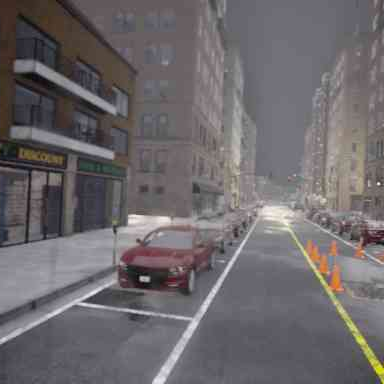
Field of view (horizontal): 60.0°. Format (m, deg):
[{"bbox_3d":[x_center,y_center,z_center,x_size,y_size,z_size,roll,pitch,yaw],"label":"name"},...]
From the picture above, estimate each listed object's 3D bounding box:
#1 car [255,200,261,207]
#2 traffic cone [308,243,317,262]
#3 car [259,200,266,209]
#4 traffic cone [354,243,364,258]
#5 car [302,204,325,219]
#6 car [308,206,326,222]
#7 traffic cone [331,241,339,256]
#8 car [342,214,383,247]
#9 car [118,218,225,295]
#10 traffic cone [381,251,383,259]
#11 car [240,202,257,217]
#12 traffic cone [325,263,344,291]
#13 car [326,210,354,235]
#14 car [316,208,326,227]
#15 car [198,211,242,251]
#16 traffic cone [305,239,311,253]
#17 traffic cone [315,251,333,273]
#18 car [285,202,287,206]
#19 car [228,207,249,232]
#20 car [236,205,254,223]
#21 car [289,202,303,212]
[{"bbox_3d":[7.330,2.221,42.304,1.967,1.590,4.097,3,-1,13],"label":"car"},{"bbox_3d":[4.653,2.307,12.532,0.340,0.580,0.340,3,-1,13],"label":"traffic cone"},{"bbox_3d":[14.739,2.769,74.005,2.192,1.841,5.009,3,-1,13],"label":"car"},{"bbox_3d":[7.054,2.438,14.020,0.340,0.580,0.340,3,-1,13],"label":"traffic cone"},{"bbox_3d":[15.140,2.451,40.468,2.192,1.841,5.009,3,-1,13],"label":"car"},{"bbox_3d":[13.831,2.569,34.934,2.008,1.369,4.403,3,-1,13],"label":"car"},{"bbox_3d":[6.082,2.393,14.250,0.340,0.580,0.340,3,-1,13],"label":"traffic cone"},{"bbox_3d":[9.939,2.209,18.342,1.887,1.381,4.507,3,-1,13],"label":"car"},{"bbox_3d":[-0.459,1.617,9.117,1.887,1.381,4.507,3,-1,13],"label":"car"},{"bbox_3d":[8.026,2.482,13.791,0.340,0.580,0.340,3,-1,13],"label":"traffic cone"},{"bbox_3d":[4.735,1.985,31.242,1.967,1.590,4.097,3,-1,13],"label":"car"},{"bbox_3d":[3.739,2.224,8.638,0.340,0.580,0.340,3,-1,13],"label":"traffic cone"},{"bbox_3d":[11.242,2.223,23.874,1.967,1.590,4.097,3,-1,13],"label":"car"},{"bbox_3d":[12.534,2.445,29.404,1.887,1.381,4.507,3,-1,13],"label":"car"},{"bbox_3d":[0.838,1.741,14.648,2.008,1.369,4.403,3,-1,13],"label":"car"},{"bbox_3d":[5.109,2.349,14.479,0.340,0.580,0.340,3,-1,13],"label":"traffic cone"},{"bbox_3d":[4.196,2.266,10.585,0.340,0.580,0.340,3,-1,13],"label":"traffic cone"},{"bbox_3d":[25.135,3.355,82.864,2.192,1.841,5.009,3,-1,13],"label":"car"},{"bbox_3d":[2.136,1.853,20.179,1.887,1.381,4.507,3,-1,13],"label":"car"},{"bbox_3d":[3.432,1.993,25.710,1.947,1.339,4.313,3,-1,13],"label":"car"},{"bbox_3d":[21.378,3.014,66.789,2.192,1.841,5.009,3,-1,13],"label":"car"}]
